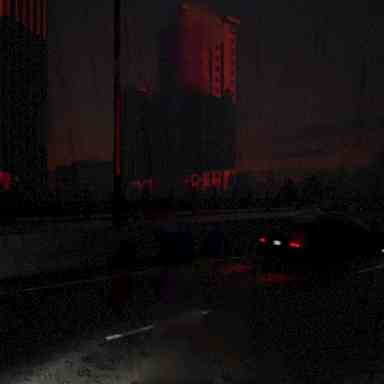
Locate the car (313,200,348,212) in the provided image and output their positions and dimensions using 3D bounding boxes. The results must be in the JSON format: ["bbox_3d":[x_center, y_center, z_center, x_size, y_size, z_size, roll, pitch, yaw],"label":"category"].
[{"bbox_3d":[15.173,1.582,36.319,4.674,1.442,1.812,0,0,-36],"label":"car"}]

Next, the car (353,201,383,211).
[{"bbox_3d":[18.450,1.625,34.370,4.181,1.385,1.994,0,0,-36],"label":"car"}]

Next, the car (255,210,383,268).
[{"bbox_3d":[4.557,1.556,11.297,5.357,1.411,2.033,0,0,-35],"label":"car"}]
